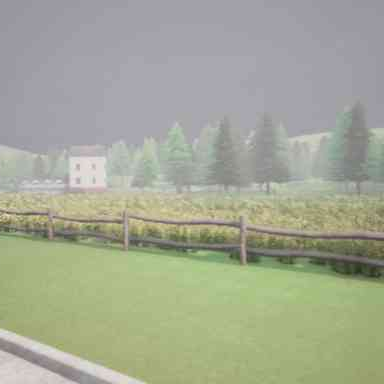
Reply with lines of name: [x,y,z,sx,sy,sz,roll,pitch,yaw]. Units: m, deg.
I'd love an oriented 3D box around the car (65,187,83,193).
car: [-28.375,-0.244,80.176,4.605,1.855,1.932,0,2,31]
